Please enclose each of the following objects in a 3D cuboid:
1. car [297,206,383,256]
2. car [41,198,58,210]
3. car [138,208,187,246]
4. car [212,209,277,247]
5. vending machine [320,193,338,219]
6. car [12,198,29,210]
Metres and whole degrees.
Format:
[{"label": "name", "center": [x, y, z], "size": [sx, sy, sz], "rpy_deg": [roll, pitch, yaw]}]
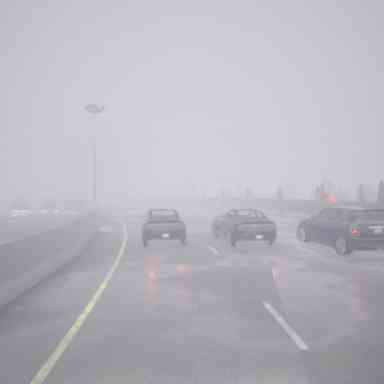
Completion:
[{"label": "car", "center": [5.987, 1.337, 13.244], "size": [2.097, 1.767, 4.553], "rpy_deg": [0, 0, -7]}, {"label": "car", "center": [-19.484, 1.612, 45.351], "size": [1.837, 1.490, 4.892], "rpy_deg": [0, -1, -30]}, {"label": "car", "center": [-1.425, 1.507, 15.553], "size": [2.128, 1.511, 4.902], "rpy_deg": [0, 0, -9]}, {"label": "car", "center": [2.188, 1.493, 15.031], "size": [2.128, 1.511, 4.902], "rpy_deg": [0, 0, -9]}, {"label": "vending machine", "center": [11.337, 1.168, 27.506], "size": [1.100, 2.100, 0.880], "rpy_deg": [0, 0, -14]}, {"label": "car", "center": [-23.283, 1.610, 44.948], "size": [2.128, 1.511, 4.902], "rpy_deg": [0, 0, -30]}]
